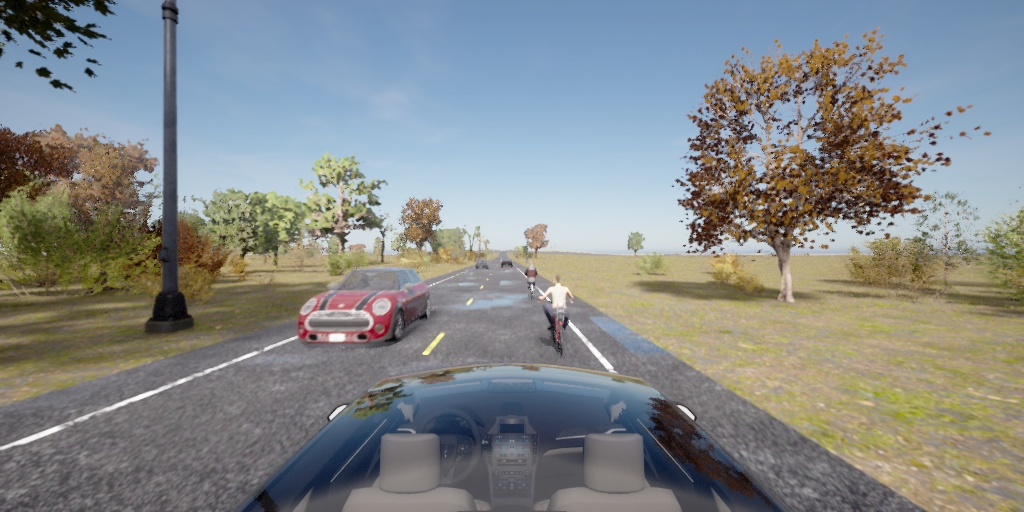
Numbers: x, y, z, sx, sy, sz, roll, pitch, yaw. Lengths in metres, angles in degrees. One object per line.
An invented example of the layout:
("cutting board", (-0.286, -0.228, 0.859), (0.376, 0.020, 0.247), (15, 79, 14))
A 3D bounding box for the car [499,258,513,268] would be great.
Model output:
("car", (-0.867, 1.176, 61.347), (1.882, 1.535, 5.008), (0, 0, -1))

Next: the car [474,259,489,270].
("car", (-4.361, 1.213, 52.219), (1.837, 1.490, 4.892), (0, 0, -1))

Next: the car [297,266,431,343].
("car", (-3.639, 1.096, 9.674), (2.097, 1.767, 4.553), (0, 0, 0))

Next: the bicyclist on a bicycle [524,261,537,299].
("bicyclist on a bicycle", (0.868, 1.110, 16.207), (0.659, 1.776, 1.843), (0, 0, -1))

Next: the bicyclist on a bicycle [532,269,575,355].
("bicyclist on a bicycle", (0.967, 1.182, 7.687), (0.866, 1.612, 1.509), (0, 0, -1))
